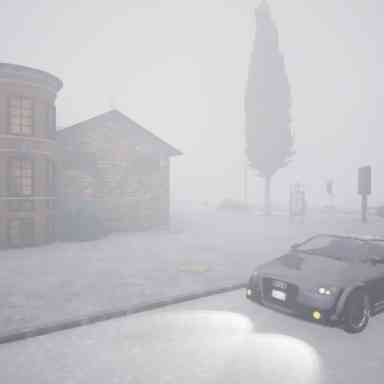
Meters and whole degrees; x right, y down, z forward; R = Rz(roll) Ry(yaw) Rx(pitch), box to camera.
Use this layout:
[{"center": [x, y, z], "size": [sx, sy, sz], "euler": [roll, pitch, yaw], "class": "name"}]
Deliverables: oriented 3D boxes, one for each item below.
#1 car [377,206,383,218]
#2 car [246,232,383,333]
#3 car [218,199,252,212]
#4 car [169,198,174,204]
[{"center": [16.135, 1.492, 24.065], "size": [2.128, 1.511, 4.902], "euler": [0, 0, -39], "class": "car"}, {"center": [3.098, 1.564, 6.809], "size": [4.181, 1.385, 1.994], "euler": [0, 0, -35], "class": "car"}, {"center": [4.946, 1.525, 39.369], "size": [1.812, 1.442, 4.674], "euler": [0, 0, -36], "class": "car"}, {"center": [-5.317, 1.601, 60.949], "size": [1.895, 1.301, 4.718], "euler": [0, 0, -35], "class": "car"}]
